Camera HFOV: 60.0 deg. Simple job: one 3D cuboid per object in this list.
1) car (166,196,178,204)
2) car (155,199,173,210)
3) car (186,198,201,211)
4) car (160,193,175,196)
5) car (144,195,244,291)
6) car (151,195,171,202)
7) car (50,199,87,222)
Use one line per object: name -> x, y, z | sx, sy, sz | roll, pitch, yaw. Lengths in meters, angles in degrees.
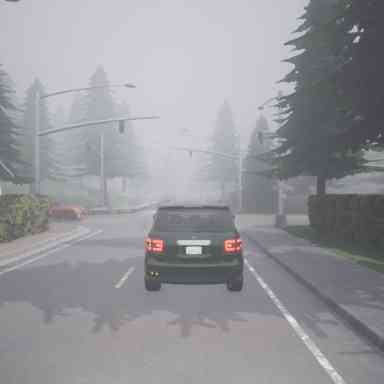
car -> -3.956, 1.505, 64.287 | 1.837, 1.490, 4.892 | 0, 0, -8
car -> -3.650, 1.601, 43.949 | 1.895, 1.301, 4.718 | 0, 0, 0
car -> 0.106, 1.526, 42.438 | 1.812, 1.442, 4.674 | 0, 0, -1
car -> -3.654, 1.221, 53.858 | 2.150, 2.045, 5.566 | 0, 0, -1
car -> 0.052, 1.221, 9.118 | 2.150, 2.045, 5.566 | 0, 0, 0
car -> -7.247, 1.524, 78.077 | 4.674, 1.442, 1.812 | 0, 0, 39
car -> -10.519, 1.337, 25.699 | 4.553, 1.767, 2.097 | 0, 0, -1
